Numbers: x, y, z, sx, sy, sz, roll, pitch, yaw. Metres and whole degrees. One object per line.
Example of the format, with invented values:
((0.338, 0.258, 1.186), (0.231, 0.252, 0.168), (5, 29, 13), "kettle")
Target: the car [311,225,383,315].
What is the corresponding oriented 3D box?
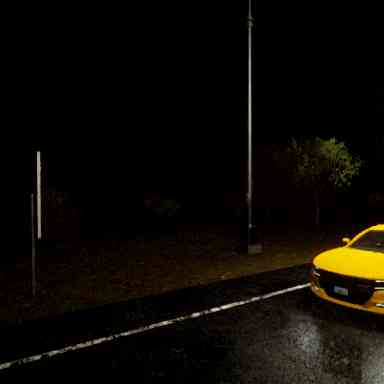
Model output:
((4.668, 1.476, 7.352), (5.008, 1.535, 1.882), (0, 0, -36), "car")
